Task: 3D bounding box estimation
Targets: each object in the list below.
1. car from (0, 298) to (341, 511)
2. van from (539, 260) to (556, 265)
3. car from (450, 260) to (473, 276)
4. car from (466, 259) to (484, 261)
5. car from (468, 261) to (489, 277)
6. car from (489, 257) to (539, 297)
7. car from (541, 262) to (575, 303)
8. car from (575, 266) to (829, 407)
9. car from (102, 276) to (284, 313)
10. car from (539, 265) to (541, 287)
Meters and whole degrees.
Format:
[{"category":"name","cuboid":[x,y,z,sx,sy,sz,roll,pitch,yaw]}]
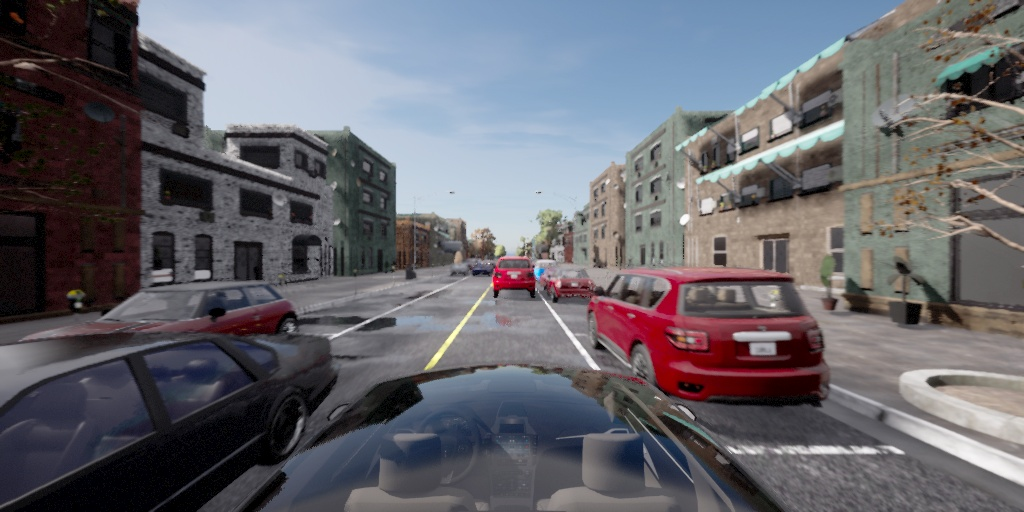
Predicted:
[{"category":"car","cuboid":[-3.094,1.300,2.224,2.033,1.411,5.357,0,0,0]},{"category":"van","cuboid":[2.701,1.216,28.412,1.690,1.789,3.998,0,0,0]},{"category":"car","cuboid":[-5.676,1.478,39.509,2.007,1.370,4.403,0,0,0]},{"category":"car","cuboid":[-5.673,1.294,50.606,2.192,1.841,5.009,0,0,0]},{"category":"car","cuboid":[-3.083,1.519,37.564,1.895,1.301,4.718,0,0,0]},{"category":"car","cuboid":[0.108,1.060,19.793,2.150,2.045,5.566,0,0,0]},{"category":"car","cuboid":[2.698,1.263,17.316,1.967,1.591,4.097,0,0,0]},{"category":"car","cuboid":[2.695,1.086,6.219,2.192,1.841,5.009,0,0,0]},{"category":"car","cuboid":[-5.685,1.212,6.219,1.967,1.591,4.097,0,0,0]},{"category":"car","cuboid":[2.700,1.431,22.864,1.802,1.307,4.207,0,0,0]}]
